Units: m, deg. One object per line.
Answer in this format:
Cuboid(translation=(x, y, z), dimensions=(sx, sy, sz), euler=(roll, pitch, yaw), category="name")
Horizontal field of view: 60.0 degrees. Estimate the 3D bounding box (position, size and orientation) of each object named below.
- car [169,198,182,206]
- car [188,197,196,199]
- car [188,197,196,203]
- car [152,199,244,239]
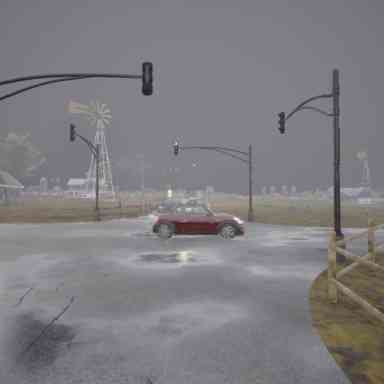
Cuboid(translation=(-2.854, 1.746, 59.191), dimensions=(2.033, 1.411, 5.357), euler=(0, 0, 0), category="car")
Cuboid(translation=(0.051, 1.764, 65.516), dimensions=(1.812, 1.442, 4.674), euler=(0, 0, 0), category="car")
Cuboid(translation=(-0.055, 1.850, 77.923), dimensions=(1.812, 1.442, 4.674), euler=(0, 0, 0), category="car")
Cuboid(translation=(0.314, 1.370, 16.790), dimensions=(4.553, 1.767, 2.097), euler=(0, 0, 0), category="car")
